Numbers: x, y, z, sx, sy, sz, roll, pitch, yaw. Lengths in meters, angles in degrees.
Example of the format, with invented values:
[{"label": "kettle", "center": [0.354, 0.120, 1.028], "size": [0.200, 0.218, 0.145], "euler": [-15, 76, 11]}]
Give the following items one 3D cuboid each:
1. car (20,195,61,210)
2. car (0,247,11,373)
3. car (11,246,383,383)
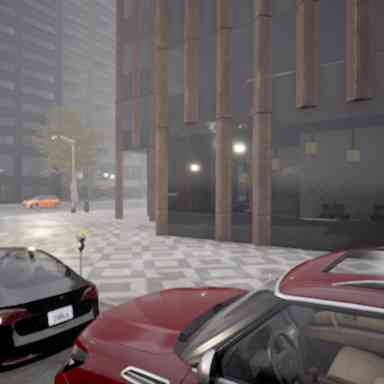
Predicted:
[{"label": "car", "center": [-18.506, 1.232, 40.775], "size": [2.097, 1.767, 4.553], "euler": [0, 0, 35]}, {"label": "car", "center": [-3.316, 1.557, 5.311], "size": [4.313, 1.339, 1.947], "euler": [0, 0, 35]}, {"label": "car", "center": [1.283, 1.315, 2.052], "size": [5.009, 1.841, 2.192], "euler": [0, 0, 35]}]
